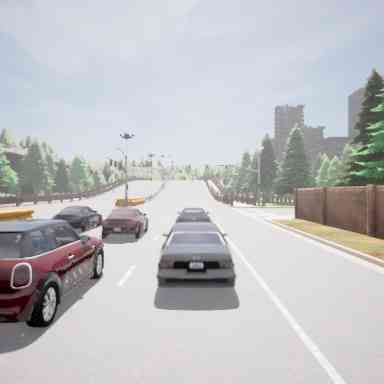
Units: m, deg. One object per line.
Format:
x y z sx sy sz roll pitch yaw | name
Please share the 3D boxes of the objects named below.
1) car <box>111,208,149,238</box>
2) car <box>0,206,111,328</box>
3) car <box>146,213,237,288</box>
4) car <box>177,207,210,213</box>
-3.421 1.537 17.465 1.812 1.442 4.674 0 0 0 | car
-3.407 1.357 7.166 2.097 1.767 4.553 0 0 0 | car
0.092 1.554 9.342 2.033 1.411 5.357 0 0 0 | car
0.084 1.578 19.195 1.994 1.385 4.181 0 0 0 | car
